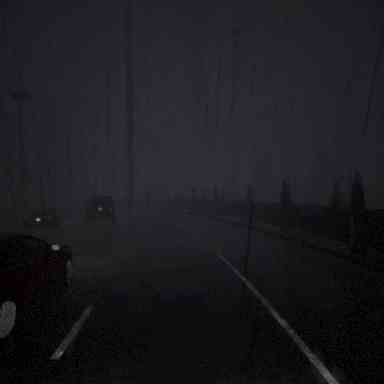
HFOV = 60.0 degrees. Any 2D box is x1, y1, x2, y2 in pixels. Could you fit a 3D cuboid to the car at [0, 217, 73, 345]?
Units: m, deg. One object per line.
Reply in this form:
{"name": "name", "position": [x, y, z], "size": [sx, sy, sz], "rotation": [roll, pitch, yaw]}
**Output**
{"name": "car", "position": [-3.803, 1.506, 6.378], "size": [1.882, 1.535, 5.008], "rotation": [0, 0, -3]}

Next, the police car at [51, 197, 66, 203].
{"name": "police car", "position": [-30.116, 1.850, 74.757], "size": [1.930, 1.638, 5.238], "rotation": [-1, 0, -45]}

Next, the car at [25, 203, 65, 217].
{"name": "car", "position": [-9.814, 1.674, 22.155], "size": [1.994, 1.385, 4.181], "rotation": [0, 0, -13]}

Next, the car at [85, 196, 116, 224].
{"name": "car", "position": [-7.168, 1.332, 26.076], "size": [2.150, 2.045, 5.566], "rotation": [0, 0, -15]}
